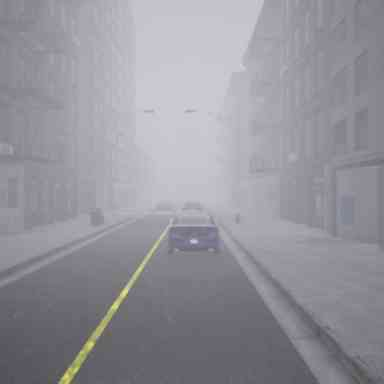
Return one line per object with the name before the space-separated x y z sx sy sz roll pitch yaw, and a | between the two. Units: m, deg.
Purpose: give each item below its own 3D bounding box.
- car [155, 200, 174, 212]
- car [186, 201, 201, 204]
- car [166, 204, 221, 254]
car | -3.156 1.586 39.395 1.994 1.385 4.181 0 0 0
car | 0.043 1.583 32.179 1.994 1.385 4.181 0 0 0
car | 0.067 1.485 13.501 1.882 1.535 5.008 0 0 0
